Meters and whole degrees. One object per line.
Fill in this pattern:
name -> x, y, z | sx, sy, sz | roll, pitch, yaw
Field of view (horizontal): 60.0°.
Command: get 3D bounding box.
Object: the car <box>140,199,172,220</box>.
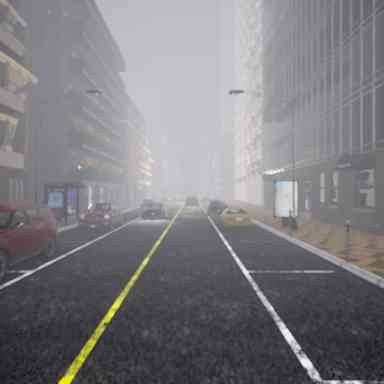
car -> -3.092, 1.561, 28.378 | 1.994, 1.385, 4.181 | 0, 0, 0

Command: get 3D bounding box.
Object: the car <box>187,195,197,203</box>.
car -> 0.014, 1.421, 68.420 | 1.882, 1.535, 5.008 | 0, 0, 0

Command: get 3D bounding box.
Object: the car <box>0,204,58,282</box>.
car -> -5.690, 1.314, 9.798 | 2.192, 1.841, 5.009 | 0, 0, 0

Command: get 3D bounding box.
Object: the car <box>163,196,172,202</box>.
car -> -5.676, 1.600, 77.580 | 1.802, 1.307, 4.206 | 0, 0, 0

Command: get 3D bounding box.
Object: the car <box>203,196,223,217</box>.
car -> 2.366, 1.475, 31.901 | 1.882, 1.535, 5.008 | 0, 0, 0

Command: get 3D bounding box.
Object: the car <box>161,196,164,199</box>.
car -> -5.682, 1.527, 49.168 | 1.752, 1.417, 4.829 | 0, 0, 0

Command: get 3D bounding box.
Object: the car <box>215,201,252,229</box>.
car -> 2.694, 1.523, 21.264 | 1.752, 1.417, 4.829 | 0, 0, 0

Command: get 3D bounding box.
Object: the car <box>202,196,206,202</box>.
car -> 2.698, 1.566, 43.688 | 1.947, 1.339, 4.313 | 0, 0, 0

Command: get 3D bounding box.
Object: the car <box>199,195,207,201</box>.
car -> 2.705, 1.573, 83.228 | 2.008, 1.369, 4.403 | 0, 0, 0

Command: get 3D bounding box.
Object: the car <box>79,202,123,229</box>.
car -> -5.687, 1.438, 21.096 | 1.967, 1.590, 4.097 | 0, 0, 0

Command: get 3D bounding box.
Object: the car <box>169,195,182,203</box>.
car -> -2.987, 1.381, 69.559 | 2.128, 1.511, 4.902 | 0, 0, 0

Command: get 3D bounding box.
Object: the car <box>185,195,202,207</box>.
car -> 0.011, 1.353, 49.884 | 2.097, 1.767, 4.553 | 0, 0, 0

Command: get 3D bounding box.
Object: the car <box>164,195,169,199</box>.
car -> -5.677, 1.454, 71.932 | 1.967, 1.590, 4.097 | 0, 0, 0

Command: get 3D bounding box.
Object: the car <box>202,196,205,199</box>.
car -> 2.703, 1.559, 71.930 | 1.887, 1.381, 4.507 | 0, 0, 0
